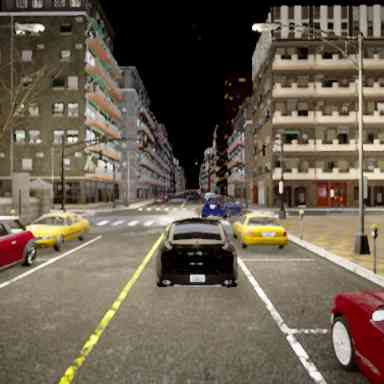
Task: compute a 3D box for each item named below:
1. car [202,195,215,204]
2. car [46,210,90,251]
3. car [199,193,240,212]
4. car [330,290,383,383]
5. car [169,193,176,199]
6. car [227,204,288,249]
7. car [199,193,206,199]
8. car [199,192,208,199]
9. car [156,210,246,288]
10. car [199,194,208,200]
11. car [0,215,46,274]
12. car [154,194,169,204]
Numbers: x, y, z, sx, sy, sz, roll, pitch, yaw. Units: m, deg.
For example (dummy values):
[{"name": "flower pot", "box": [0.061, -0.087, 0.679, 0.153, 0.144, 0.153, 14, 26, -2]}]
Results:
[{"name": "car", "box": [2.803, 1.290, 57.626, 1.887, 1.381, 4.507, 1, 0, 0]}, {"name": "car", "box": [-5.656, 1.472, 13.824, 1.752, 1.417, 4.829, 1, 0, 0]}, {"name": "car", "box": [2.643, 1.177, 26.805, 2.097, 1.767, 4.553, 0, 0, 31]}, {"name": "car", "box": [2.704, 1.534, 2.728, 1.887, 1.381, 4.507, 1, 0, 0]}, {"name": "car", "box": [-5.526, 1.175, 86.052, 1.802, 1.307, 4.206, 1, 0, 0]}, {"name": "car", "box": [2.724, 1.470, 14.131, 1.752, 1.417, 4.829, 1, 0, 0]}, {"name": "car", "box": [2.865, 1.084, 91.820, 1.752, 1.417, 4.829, 1, 0, 0]}, {"name": "car", "box": [2.857, 0.908, 85.978, 2.192, 1.841, 5.009, 1, 0, 0]}, {"name": "car", "box": [0.116, 1.471, 9.093, 1.837, 1.490, 4.892, 0, 0, 0]}, {"name": "car", "box": [2.844, 1.176, 80.308, 2.008, 1.369, 4.403, 1, 0, 0]}, {"name": "car", "box": [-5.665, 1.408, 8.379, 1.967, 1.590, 4.097, 1, 0, 0]}, {"name": "car", "box": [-5.578, 1.327, 57.697, 1.802, 1.307, 4.206, 1, 0, 0]}]
